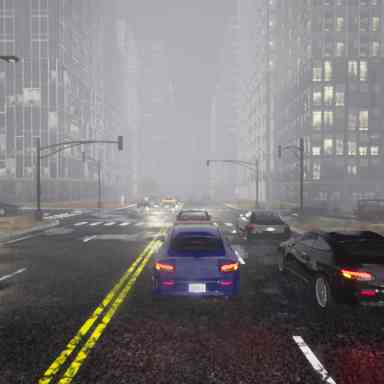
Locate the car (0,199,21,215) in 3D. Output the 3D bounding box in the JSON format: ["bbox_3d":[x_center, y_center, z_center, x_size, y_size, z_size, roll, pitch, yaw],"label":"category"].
[{"bbox_3d":[-18.509,1.358,30.991,4.892,1.490,1.837,1,1,2],"label":"car"}]

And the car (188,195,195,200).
[{"bbox_3d":[-0.141,1.505,89.114,1.895,1.301,4.718,0,0,0],"label":"car"}]

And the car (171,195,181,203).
[{"bbox_3d":[-3.360,1.418,69.124,1.882,1.535,5.008,0,0,0],"label":"car"}]

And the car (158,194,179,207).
[{"bbox_3d":[-3.421,1.442,49.218,1.882,1.535,5.008,0,0,0],"label":"car"}]

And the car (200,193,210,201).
[{"bbox_3d":[3.126,1.144,78.702,2.150,2.045,5.566,0,0,0],"label":"car"}]

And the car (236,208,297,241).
[{"bbox_3d":[3.329,1.555,16.159,1.994,1.385,4.181,0,0,-1],"label":"car"}]

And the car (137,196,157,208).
[{"bbox_3d":[-6.673,1.513,47.819,2.033,1.411,5.357,0,0,0],"label":"car"}]

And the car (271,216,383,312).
[{"bbox_3d":[3.340,1.522,7.590,1.812,1.442,4.674,0,0,0],"label":"car"}]

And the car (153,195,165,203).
[{"bbox_3d":[-6.630,1.448,66.911,1.837,1.490,4.892,0,0,0],"label":"car"}]

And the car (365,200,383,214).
[{"bbox_3d":[21.754,1.643,36.199,4.829,1.417,1.752,1,0,1],"label":"car"}]

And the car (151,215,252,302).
[{"bbox_3d":[0.088,1.522,8.155,1.812,1.442,4.674,0,0,0],"label":"car"}]

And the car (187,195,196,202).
[{"bbox_3d":[-0.117,1.473,74.792,2.033,1.411,5.357,0,0,0],"label":"car"}]

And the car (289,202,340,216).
[{"bbox_3d":[12.262,1.678,33.688,4.718,1.301,1.895,1,1,0],"label":"car"}]

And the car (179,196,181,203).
[{"bbox_3d":[-3.420,1.555,58.596,1.895,1.301,4.718,0,0,0],"label":"car"}]

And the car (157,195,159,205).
[{"bbox_3d":[-6.672,1.460,57.557,1.837,1.490,4.892,0,0,0],"label":"car"}]

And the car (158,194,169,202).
[{"bbox_3d":[-6.622,1.285,76.836,2.097,1.767,4.553,0,0,0],"label":"car"}]

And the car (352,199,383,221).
[{"bbox_3d":[16.158,1.520,27.904,5.009,1.841,2.192,1,0,1],"label":"car"}]

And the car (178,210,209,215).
[{"bbox_3d":[0.075,1.591,17.321,1.895,1.301,4.718,0,0,0],"label":"car"}]
